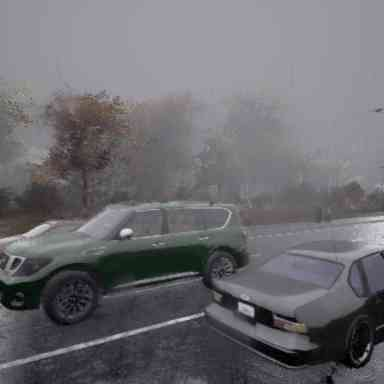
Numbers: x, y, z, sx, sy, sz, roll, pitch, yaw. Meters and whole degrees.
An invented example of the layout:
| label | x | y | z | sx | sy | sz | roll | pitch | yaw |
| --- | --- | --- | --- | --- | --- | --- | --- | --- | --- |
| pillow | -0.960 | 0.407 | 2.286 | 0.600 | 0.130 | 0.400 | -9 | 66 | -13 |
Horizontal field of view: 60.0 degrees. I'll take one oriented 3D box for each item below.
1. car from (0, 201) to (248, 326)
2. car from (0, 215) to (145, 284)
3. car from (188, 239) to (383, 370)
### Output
| label | x | y | z | sx | sy | sz | roll | pitch | yaw |
| --- | --- | --- | --- | --- | --- | --- | --- | --- | --- |
| car | -1.171 | 1.237 | 7.456 | 5.566 | 2.045 | 2.150 | 0 | 0 | -35 |
| car | -3.917 | 1.537 | 9.797 | 4.674 | 1.442 | 1.812 | 0 | 0 | -35 |
| car | 2.750 | 1.573 | 5.746 | 5.357 | 1.411 | 2.033 | 0 | 0 | -35 |
